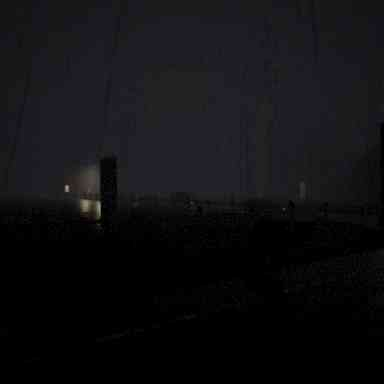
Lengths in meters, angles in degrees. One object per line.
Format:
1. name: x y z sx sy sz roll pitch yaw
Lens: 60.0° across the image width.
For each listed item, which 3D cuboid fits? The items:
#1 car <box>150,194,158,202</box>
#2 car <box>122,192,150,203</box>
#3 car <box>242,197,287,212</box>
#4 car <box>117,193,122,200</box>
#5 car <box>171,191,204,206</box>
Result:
1. car: -7.577 1.012 58.036 1.812 1.442 4.674 -1 1 -35
2. car: -9.394 0.870 55.686 2.097 1.767 4.553 -1 1 -35
3. car: 7.069 1.280 32.641 2.128 1.511 4.902 -1 1 -36
4. car: -13.403 0.866 66.094 1.882 1.535 5.008 -1 1 -36
5. car: -0.698 0.884 43.476 2.150 2.045 5.566 -1 1 -36
